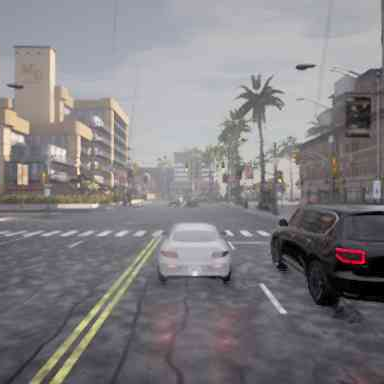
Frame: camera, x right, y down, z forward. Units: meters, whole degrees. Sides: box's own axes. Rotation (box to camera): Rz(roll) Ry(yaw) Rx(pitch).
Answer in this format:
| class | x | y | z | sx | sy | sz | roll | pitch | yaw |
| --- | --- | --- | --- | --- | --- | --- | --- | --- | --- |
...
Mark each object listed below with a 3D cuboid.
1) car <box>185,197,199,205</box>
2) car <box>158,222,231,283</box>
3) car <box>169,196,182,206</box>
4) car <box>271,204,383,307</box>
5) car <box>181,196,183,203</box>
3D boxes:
| class | x | y | z | sx | sy | sz | roll | pitch | yaw |
| --- | --- | --- | --- | --- | --- | --- | --- | --- | --- |
| car | -0.088 | 2.091 | 71.535 | 2.128 | 1.511 | 4.902 | 0 | 0 | 0 |
| car | 0.070 | 1.605 | 9.803 | 1.812 | 1.442 | 4.674 | 0 | 0 | 0 |
| car | -3.594 | 2.105 | 68.538 | 1.994 | 1.385 | 4.181 | 0 | 0 | 0 |
| car | 3.564 | 1.289 | 8.231 | 2.150 | 2.045 | 5.566 | 0 | 0 | 0 |
| car | -3.608 | 2.167 | 78.716 | 2.033 | 1.411 | 5.357 | 0 | 0 | 0 |
